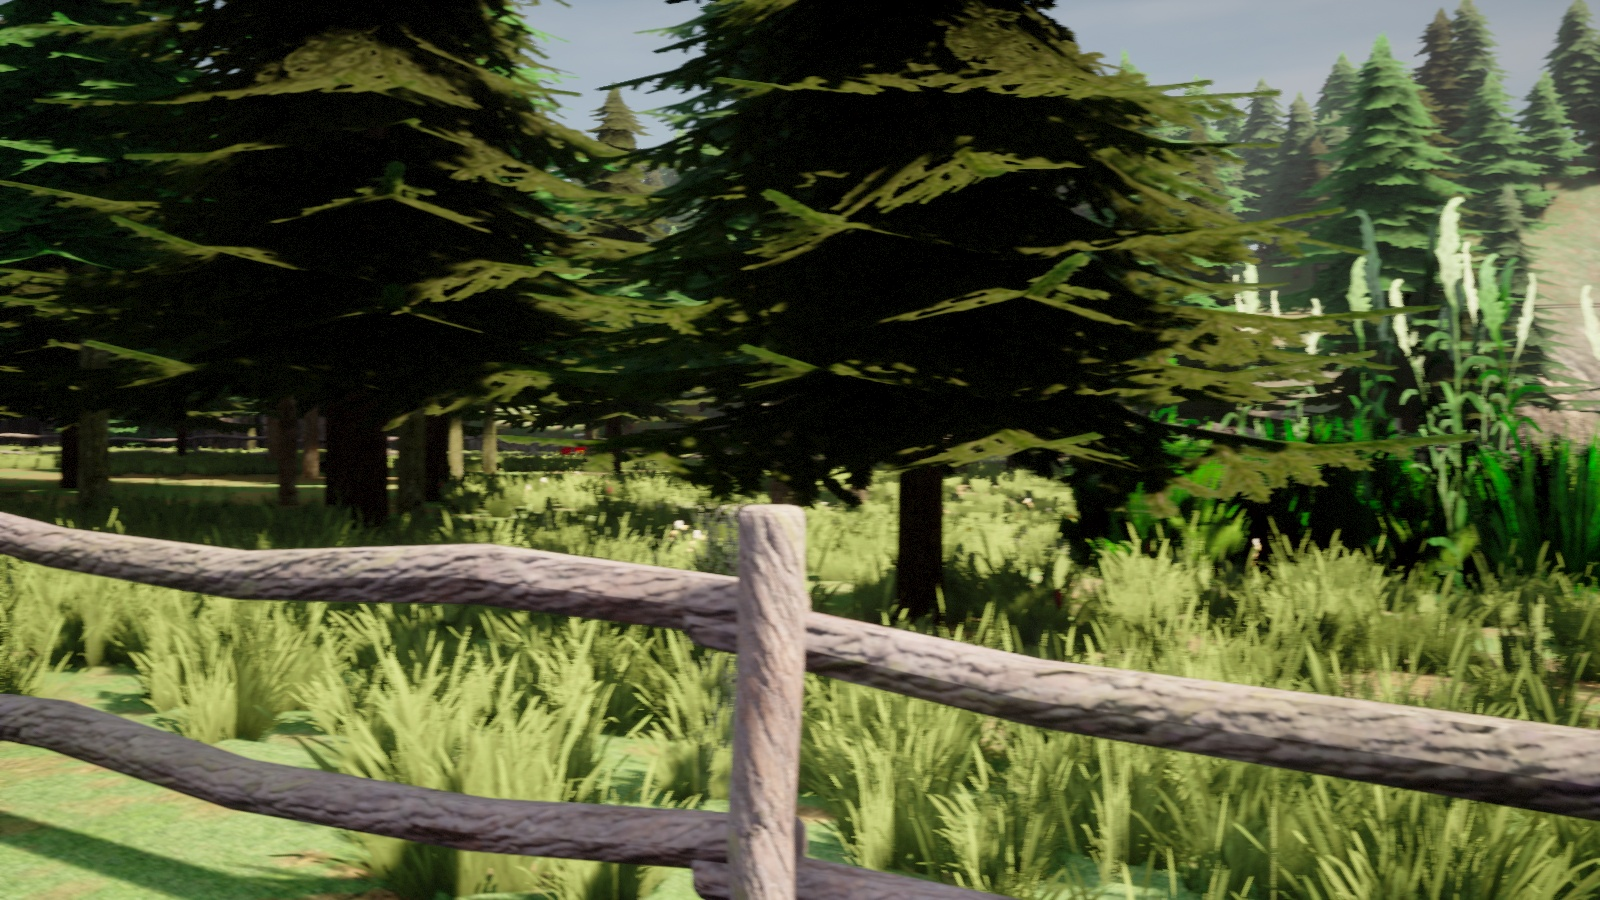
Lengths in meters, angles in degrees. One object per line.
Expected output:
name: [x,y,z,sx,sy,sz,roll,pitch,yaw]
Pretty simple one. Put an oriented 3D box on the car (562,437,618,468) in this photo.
car: [-9.465,0.100,56.625,2.207,1.376,1.481,-1,1,3]
